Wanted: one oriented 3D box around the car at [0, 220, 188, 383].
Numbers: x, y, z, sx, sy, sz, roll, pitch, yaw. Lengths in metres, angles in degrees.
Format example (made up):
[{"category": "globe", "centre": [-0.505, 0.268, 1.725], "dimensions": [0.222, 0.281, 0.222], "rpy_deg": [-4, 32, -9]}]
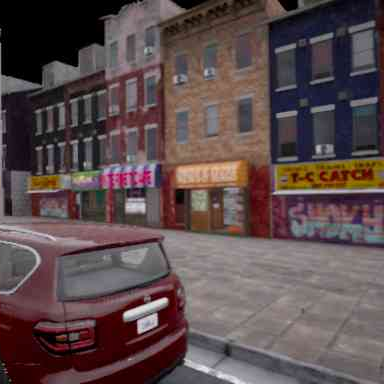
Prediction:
[{"category": "car", "centre": [-2.364, 1.310, 4.525], "dimensions": [5.009, 1.841, 2.192], "rpy_deg": [0, -1, 36]}]
